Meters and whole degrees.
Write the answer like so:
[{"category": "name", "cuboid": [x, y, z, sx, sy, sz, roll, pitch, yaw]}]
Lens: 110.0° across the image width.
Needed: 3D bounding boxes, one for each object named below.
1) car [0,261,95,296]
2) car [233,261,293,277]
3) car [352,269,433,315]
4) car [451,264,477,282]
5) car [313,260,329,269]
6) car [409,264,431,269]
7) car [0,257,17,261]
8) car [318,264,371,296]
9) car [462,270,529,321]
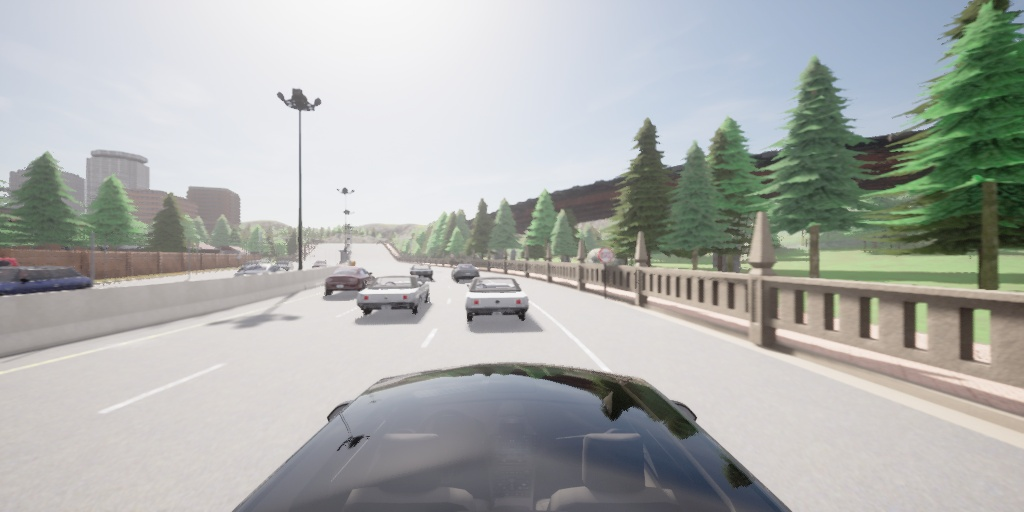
[{"category": "car", "cuboid": [-18.533, 1.171, 13.191, 2.097, 1.767, 4.553, 0, 0, -8]}, {"category": "car", "cuboid": [-17.236, 1.310, 24.647, 2.128, 1.511, 4.902, 0, 0, -15]}, {"category": "car", "cuboid": [-4.303, 1.370, 13.758, 1.895, 1.301, 4.718, 0, 0, -7]}, {"category": "car", "cuboid": [-3.874, 1.335, 29.480, 1.994, 1.385, 4.181, 0, 0, -14]}, {"category": "car", "cuboid": [-28.066, 1.392, 52.843, 1.812, 1.442, 4.674, 0, 1, -24]}, {"category": "car", "cuboid": [-7.966, 1.388, 31.238, 1.895, 1.301, 4.718, 0, 0, -17]}, {"category": "car", "cuboid": [-21.982, 1.055, 13.281, 2.150, 2.045, 5.566, 0, 0, -8]}, {"category": "car", "cuboid": [-8.814, 1.312, 19.749, 1.812, 1.442, 4.674, 0, 0, -11]}, {"category": "car", "cuboid": [-0.648, 1.356, 12.535, 1.895, 1.301, 4.718, 0, 0, -6]}]
